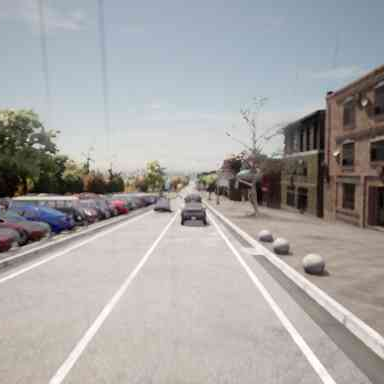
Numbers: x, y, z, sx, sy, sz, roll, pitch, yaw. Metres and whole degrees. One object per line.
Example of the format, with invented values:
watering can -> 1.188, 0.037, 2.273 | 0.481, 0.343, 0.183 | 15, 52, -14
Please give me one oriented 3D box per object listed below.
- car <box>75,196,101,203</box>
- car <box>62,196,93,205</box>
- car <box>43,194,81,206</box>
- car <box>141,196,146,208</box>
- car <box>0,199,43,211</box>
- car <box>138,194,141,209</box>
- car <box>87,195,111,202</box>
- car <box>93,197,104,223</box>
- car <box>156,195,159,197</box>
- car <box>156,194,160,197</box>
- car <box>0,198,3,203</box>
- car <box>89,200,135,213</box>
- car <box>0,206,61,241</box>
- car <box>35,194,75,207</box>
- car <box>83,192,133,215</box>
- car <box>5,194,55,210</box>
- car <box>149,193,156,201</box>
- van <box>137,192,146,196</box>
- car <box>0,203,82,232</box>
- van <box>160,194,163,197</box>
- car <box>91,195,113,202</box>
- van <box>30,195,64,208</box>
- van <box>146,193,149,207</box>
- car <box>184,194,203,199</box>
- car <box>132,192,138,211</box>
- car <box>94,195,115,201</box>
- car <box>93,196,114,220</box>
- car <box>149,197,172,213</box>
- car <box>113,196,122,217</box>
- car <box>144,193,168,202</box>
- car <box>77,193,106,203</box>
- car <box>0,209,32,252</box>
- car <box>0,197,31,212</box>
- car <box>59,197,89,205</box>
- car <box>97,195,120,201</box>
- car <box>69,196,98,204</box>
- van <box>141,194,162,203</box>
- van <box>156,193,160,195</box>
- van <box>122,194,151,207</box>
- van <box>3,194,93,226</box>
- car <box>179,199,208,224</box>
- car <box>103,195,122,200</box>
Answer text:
car -> -21.967, 1.604, 70.245 | 4.892, 1.521, 2.231 | 0, 0, 0
car -> -22.156, 1.619, 64.690 | 5.366, 1.575, 1.946 | 0, 0, 0
car -> -21.941, 1.378, 56.361 | 5.566, 2.045, 2.435 | 0, 0, 0
car -> -8.880, 1.595, 42.965 | 4.892, 1.521, 2.231 | 0, 0, 0
car -> -21.937, 1.622, 42.481 | 4.792, 1.488, 2.163 | 0, 0, 0
car -> -8.916, 1.460, 40.162 | 4.553, 1.767, 2.185 | 0, 0, 0
car -> -21.981, 1.562, 78.571 | 5.008, 1.535, 2.097 | 0, 0, 0
car -> -8.912, 1.410, 23.342 | 4.553, 1.767, 2.185 | 0, 0, 0
car -> -8.888, 1.671, 59.787 | 4.674, 1.452, 2.002 | 0, 0, 0
car -> -8.921, 1.659, 62.595 | 4.792, 1.488, 2.163 | 0, 0, 0
car -> -21.778, 1.564, 34.153 | 5.366, 1.575, 1.946 | 0, 0, 0
car -> -8.882, 1.617, 37.358 | 4.674, 1.452, 2.002 | 0, 0, 0
car -> -8.849, 1.540, 14.932 | 4.792, 1.488, 2.163 | 0, 0, 0
car -> -21.997, 1.374, 53.584 | 5.566, 2.045, 2.435 | 0, 0, 0
car -> -8.854, 1.309, 31.752 | 5.566, 2.045, 2.435 | 0, 0, 0
car -> -21.995, 1.350, 45.257 | 5.566, 2.045, 2.435 | 0, 0, 0
car -> -8.860, 1.368, 51.376 | 5.566, 2.045, 2.435 | 0, 0, 0
van -> -9.003, 1.377, 45.769 | 4.442, 1.987, 1.878 | 0, 0, 0
car -> -8.874, 1.518, 17.736 | 5.008, 1.535, 2.097 | 0, 0, 0
van -> -8.776, 1.386, 68.199 | 4.442, 1.987, 1.878 | 0, 0, 0
car -> -21.982, 1.550, 81.347 | 4.892, 1.521, 2.231 | 0, 0, 0
van -> -22.084, 1.392, 50.807 | 4.442, 1.987, 1.878 | 0, 0, 0
van -> -9.004, 1.385, 48.572 | 4.442, 1.987, 1.878 | 0, 0, 0
car -> 0.146, 1.325, 41.763 | 2.150, 2.045, 5.566 | 0, -1, 0
car -> -8.855, 1.318, 34.556 | 5.566, 2.045, 2.435 | 0, 0, 0
car -> -22.006, 1.565, 84.122 | 4.792, 1.488, 2.163 | 0, 0, 0
car -> -8.850, 1.418, 26.145 | 4.553, 1.767, 2.185 | 0, 0, 0
car -> -3.303, 1.648, 38.393 | 2.033, 1.411, 5.357 | 0, 0, 0
car -> -8.851, 1.426, 28.949 | 4.553, 1.767, 2.185 | 0, 0, 0
car -> -8.868, 1.294, 82.219 | 5.566, 2.045, 2.435 | 0, 0, 0
car -> -21.945, 1.338, 73.018 | 5.566, 2.045, 2.435 | 0, 0, 0
car -> -8.848, 1.531, 12.129 | 4.792, 1.488, 2.163 | 0, 0, 0
car -> -21.996, 1.459, 39.704 | 4.553, 1.767, 2.185 | 0, 0, 0
car -> -21.941, 1.660, 61.918 | 4.792, 1.488, 2.163 | 0, 0, 0
car -> -21.792, 1.519, 86.897 | 5.366, 1.575, 1.946 | 0, 0, 0
car -> -21.967, 1.614, 67.467 | 5.008, 1.535, 2.097 | 0, 0, 0
van -> -9.011, 1.360, 73.809 | 4.442, 1.987, 1.878 | 0, 0, 0
van -> -9.009, 1.395, 65.398 | 4.442, 1.987, 1.878 | 0, 0, 0
van -> -9.006, 1.402, 54.177 | 4.442, 1.987, 1.878 | 0, 0, 0
van -> -8.763, 1.301, 20.539 | 4.442, 1.987, 1.878 | 0, 0, 0
car -> 0.126, 1.572, 25.262 | 1.837, 1.490, 4.892 | 0, 0, 0
car -> -21.950, 1.525, 92.450 | 4.792, 1.488, 2.163 | 0, 0, 0
